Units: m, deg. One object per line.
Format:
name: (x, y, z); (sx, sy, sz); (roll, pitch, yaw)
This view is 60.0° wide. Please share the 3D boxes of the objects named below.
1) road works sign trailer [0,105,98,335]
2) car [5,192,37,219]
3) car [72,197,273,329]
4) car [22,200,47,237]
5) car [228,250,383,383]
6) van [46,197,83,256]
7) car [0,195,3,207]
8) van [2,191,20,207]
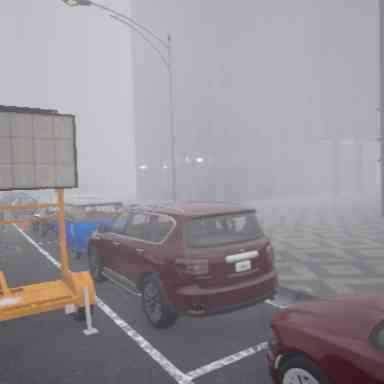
road works sign trailer: (-3.179, 0.379, 5.577); (2.380, 3.560, 2.880); (-3, 2, -33)
car: (-12.649, 1.062, 25.237); (1.967, 1.590, 4.097); (-3, 2, -33)
car: (-0.578, 1.110, 6.722); (2.192, 1.841, 5.009); (-3, 2, -33)
car: (-6.607, 1.259, 15.985); (2.008, 1.369, 4.403); (-3, 2, -33)
car: (2.449, 1.383, 2.101); (1.887, 1.381, 4.507); (-3, 2, -33)
van: (-3.595, 1.093, 11.350); (1.690, 1.788, 3.998); (-3, 2, -33)
car: (-18.691, 0.851, 34.487); (2.192, 1.841, 5.009); (-3, 2, -33)
van: (-15.671, 0.919, 29.860); (1.690, 1.788, 3.998); (-3, 2, -33)
